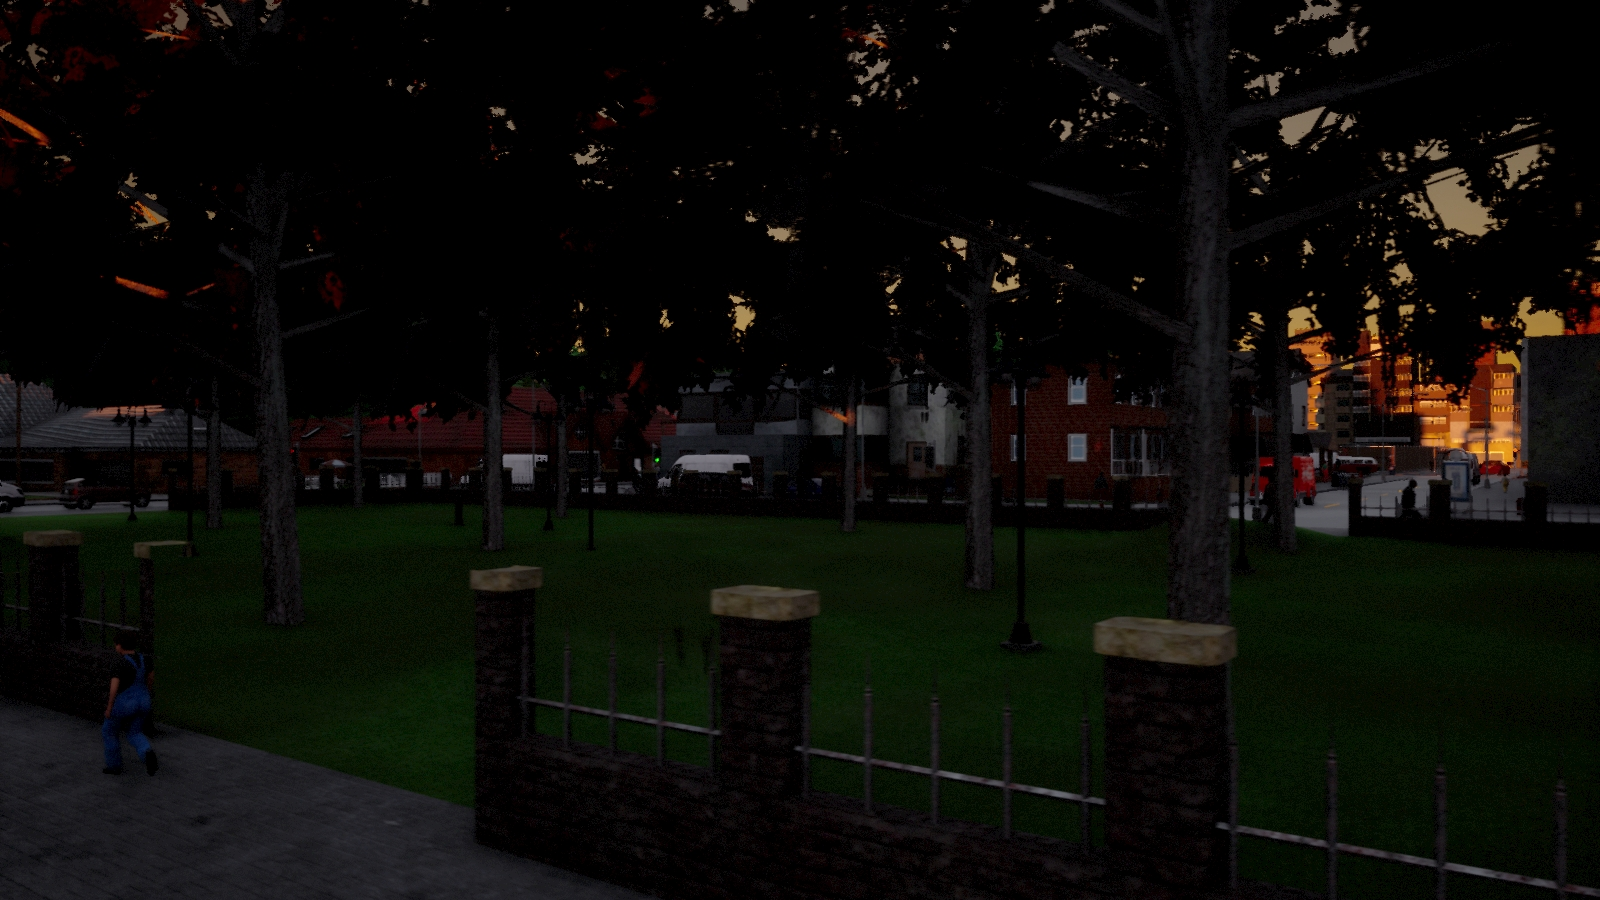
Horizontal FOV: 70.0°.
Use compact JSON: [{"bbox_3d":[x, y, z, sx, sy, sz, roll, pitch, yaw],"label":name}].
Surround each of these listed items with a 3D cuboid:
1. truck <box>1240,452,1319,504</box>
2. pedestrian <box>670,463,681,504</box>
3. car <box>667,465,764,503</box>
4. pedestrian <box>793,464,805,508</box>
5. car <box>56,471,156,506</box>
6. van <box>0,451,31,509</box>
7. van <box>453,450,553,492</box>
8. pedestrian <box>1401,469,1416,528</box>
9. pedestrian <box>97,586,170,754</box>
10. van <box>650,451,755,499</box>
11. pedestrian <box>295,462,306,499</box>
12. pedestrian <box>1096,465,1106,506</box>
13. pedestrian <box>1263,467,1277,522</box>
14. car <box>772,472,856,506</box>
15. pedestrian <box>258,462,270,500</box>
[{"bbox_3d":[24.145,1.345,57.375,2.627,2.467,5.204,0,0,35],"label":"truck"},{"bbox_3d":[-5.690,1.526,52.217,0.375,1.860,0.375,0,0,35],"label":"pedestrian"},{"bbox_3d":[-4.295,1.686,57.725,4.553,1.767,2.097,0,0,35],"label":"car"},{"bbox_3d":[-0.023,1.525,48.320,0.375,1.860,0.375,0,0,28],"label":"pedestrian"},{"bbox_3d":[-33.122,1.806,54.600,1.789,1.549,3.705,0,0,35],"label":"car"},{"bbox_3d":[-36.923,1.315,49.281,1.988,2.561,5.915,0,0,36],"label":"van"},{"bbox_3d":[-18.556,1.314,71.277,5.915,2.561,1.988,0,-1,19],"label":"van"},{"bbox_3d":[19.411,1.525,36.443,0.375,1.860,0.375,0,0,40],"label":"pedestrian"},{"bbox_3d":[-5.530,1.805,9.482,0.375,1.300,0.375,0,0,25],"label":"pedestrian"},{"bbox_3d":[-5.457,1.314,63.399,5.915,2.561,1.988,0,0,35],"label":"van"},{"bbox_3d":[-25.050,1.525,57.304,0.375,1.860,0.375,0,0,33],"label":"pedestrian"},{"bbox_3d":[13.720,1.629,52.146,0.375,1.860,0.375,0,0,26],"label":"pedestrian"},{"bbox_3d":[16.090,1.525,39.128,0.375,1.860,0.375,0,0,36],"label":"pedestrian"},{"bbox_3d":[0.648,1.818,54.472,3.633,1.501,1.845,0,0,36],"label":"car"},{"bbox_3d":[-26.557,1.525,56.634,0.375,1.860,0.375,0,0,33],"label":"pedestrian"}]
